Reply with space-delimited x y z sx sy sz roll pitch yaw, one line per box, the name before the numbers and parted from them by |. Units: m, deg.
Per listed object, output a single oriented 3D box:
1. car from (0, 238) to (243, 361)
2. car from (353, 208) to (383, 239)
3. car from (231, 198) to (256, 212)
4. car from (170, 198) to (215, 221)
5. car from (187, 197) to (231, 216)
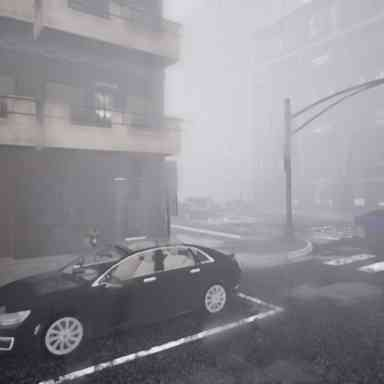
car | -1.069 1.544 5.810 4.403 1.369 2.008 0 -1 -35
car | 9.053 1.429 14.306 1.882 1.535 5.008 1 0 -6
car | 4.656 1.293 34.645 1.887 1.381 4.507 -1 1 -35
car | -0.515 1.466 26.986 1.887 1.381 4.507 -1 1 -35
car | 0.974 1.218 29.601 2.097 1.767 4.553 -1 1 -35
